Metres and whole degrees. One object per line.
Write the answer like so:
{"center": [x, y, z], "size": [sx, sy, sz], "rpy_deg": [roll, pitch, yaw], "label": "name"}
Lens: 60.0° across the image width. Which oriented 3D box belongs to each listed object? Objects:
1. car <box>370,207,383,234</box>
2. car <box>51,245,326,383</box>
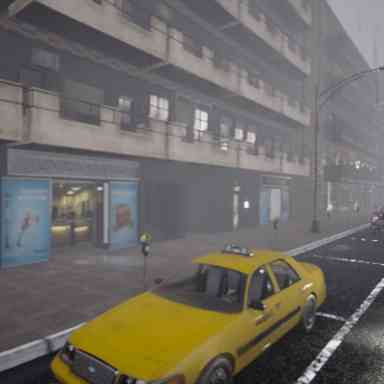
{"center": [11.133, 1.441, 18.195], "size": [1.967, 1.590, 4.097], "rpy_deg": [1, 1, 38], "label": "car"}
{"center": [0.514, 1.504, 4.817], "size": [1.752, 1.417, 4.829], "rpy_deg": [1, 1, 38], "label": "car"}
